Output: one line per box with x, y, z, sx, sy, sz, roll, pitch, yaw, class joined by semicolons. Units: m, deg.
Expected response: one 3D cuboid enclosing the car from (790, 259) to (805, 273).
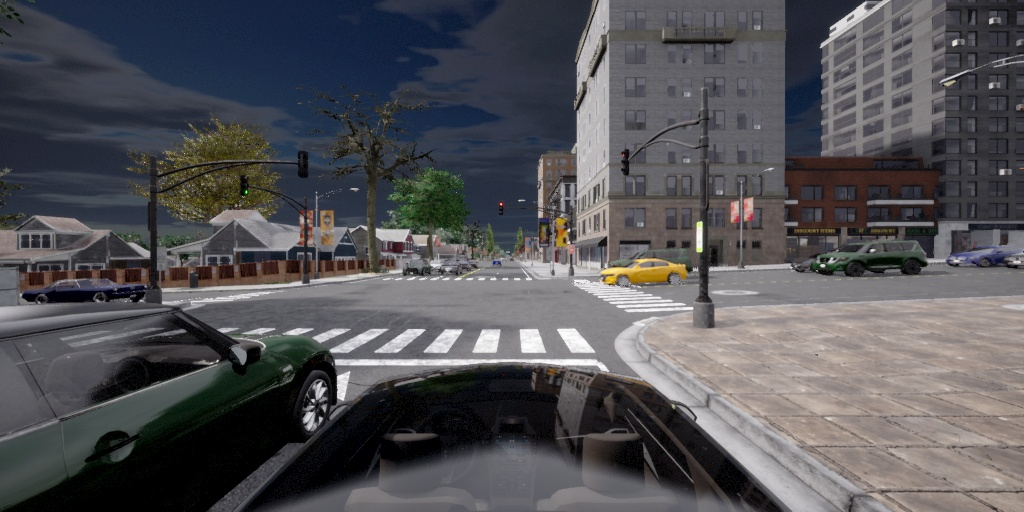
22.202;0.409;24.999;4.892;1.490;1.837;-2;0;0;car

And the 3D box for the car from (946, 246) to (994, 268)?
33.363;0.013;25.031;4.674;1.442;1.812;-2;0;0;car

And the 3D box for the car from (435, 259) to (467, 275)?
-6.610;1.262;39.557;2.128;1.511;4.902;0;0;0;car

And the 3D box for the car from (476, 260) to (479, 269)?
-6.613;1.321;59.621;1.837;1.490;4.892;0;0;0;car

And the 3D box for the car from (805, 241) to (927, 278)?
21.595;0.160;21.747;5.566;2.045;2.150;-2;0;0;car

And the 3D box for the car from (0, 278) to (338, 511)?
-3.151;1.102;2.490;2.097;1.767;4.553;0;0;0;car

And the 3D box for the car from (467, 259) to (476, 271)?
-6.619;1.335;49.275;2.033;1.411;5.357;0;0;0;car

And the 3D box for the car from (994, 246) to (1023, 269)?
32.986;0.037;21.777;4.674;1.442;1.812;-2;0;0;car

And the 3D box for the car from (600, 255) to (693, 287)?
7.743;0.946;21.287;5.008;1.535;1.882;-2;0;-6;car

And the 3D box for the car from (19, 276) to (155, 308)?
-21.623;1.806;18.381;4.718;1.301;1.895;-2;0;0;car

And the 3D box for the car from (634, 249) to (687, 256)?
9.596;0.607;25.154;5.566;2.045;2.150;-2;0;5;car

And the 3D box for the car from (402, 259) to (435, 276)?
-9.861;1.120;37.480;2.097;1.767;4.553;0;0;0;car
